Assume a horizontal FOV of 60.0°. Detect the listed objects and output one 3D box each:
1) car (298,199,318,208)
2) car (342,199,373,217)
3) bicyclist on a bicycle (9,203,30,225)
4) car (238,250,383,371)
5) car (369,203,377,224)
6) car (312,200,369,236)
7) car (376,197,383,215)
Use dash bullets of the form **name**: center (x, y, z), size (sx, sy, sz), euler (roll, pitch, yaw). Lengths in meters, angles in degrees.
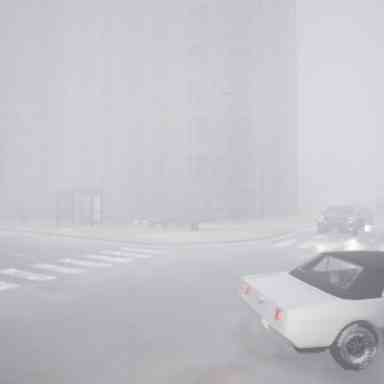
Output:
- **car**: center (20.986, 1.987, 60.337), size (2.097, 1.767, 4.553), euler (0, -1, -32)
- **car**: center (17.975, 1.712, 36.339), size (2.097, 1.767, 4.553), euler (0, -1, 13)
- **bicyclist on a bicycle**: center (-13.142, 1.700, 25.423), size (0.582, 1.620, 1.656), euler (-1, -1, 34)
- **car**: center (3.268, 1.650, 5.369), size (4.718, 1.301, 1.895), euler (0, -1, -11)
- **car**: center (13.680, 1.831, 27.216), size (1.994, 1.385, 4.181), euler (-1, -1, 31)
- **car**: center (9.013, 1.549, 19.946), size (2.097, 1.767, 4.553), euler (-1, -1, 34)
- **car**: center (21.465, 1.560, 35.669), size (2.150, 2.045, 5.566), euler (0, -1, 14)
